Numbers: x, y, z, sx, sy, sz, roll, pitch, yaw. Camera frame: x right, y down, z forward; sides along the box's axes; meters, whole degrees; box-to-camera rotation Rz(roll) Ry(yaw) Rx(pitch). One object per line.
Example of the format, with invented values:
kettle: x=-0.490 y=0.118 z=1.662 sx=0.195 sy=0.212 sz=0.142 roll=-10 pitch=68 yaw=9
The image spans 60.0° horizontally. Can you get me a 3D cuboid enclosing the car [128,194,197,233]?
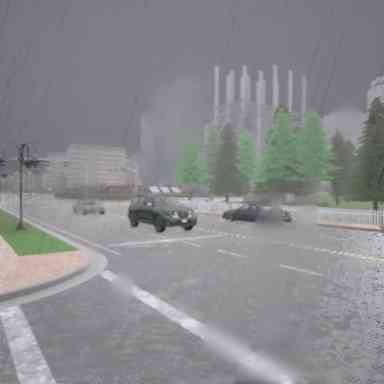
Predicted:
car: x=-1.963 y=1.184 z=20.081 sx=2.150 sy=2.045 sz=5.566 roll=0 pitch=0 yaw=-34

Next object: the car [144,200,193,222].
car: x=-1.999 y=1.467 z=26.636 sx=1.812 sy=1.442 sz=4.674 roll=0 pitch=0 yaw=-35

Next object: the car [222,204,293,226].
car: x=4.458 y=1.539 z=23.447 sx=2.033 sy=1.411 sz=5.357 roll=0 pitch=0 yaw=-35

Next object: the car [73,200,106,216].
car: x=-9.710 y=1.479 z=31.362 sx=1.895 sy=1.301 sz=4.718 roll=0 pitch=0 yaw=-34
